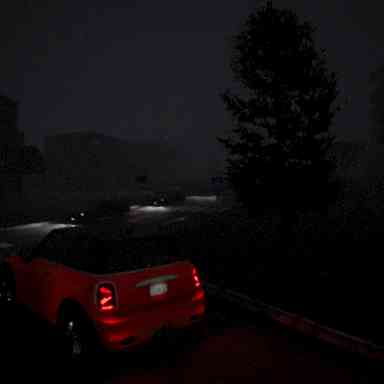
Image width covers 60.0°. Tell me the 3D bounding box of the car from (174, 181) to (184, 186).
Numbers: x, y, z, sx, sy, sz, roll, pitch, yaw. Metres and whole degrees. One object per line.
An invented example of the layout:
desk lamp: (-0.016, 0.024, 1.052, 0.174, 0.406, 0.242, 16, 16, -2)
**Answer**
car: (-3.787, -0.305, 42.524, 4.553, 1.767, 2.185, -2, 4, 4)

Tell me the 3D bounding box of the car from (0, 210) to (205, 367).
car: (-1.931, 1.395, 6.222, 2.097, 1.767, 4.553, 0, -1, -44)

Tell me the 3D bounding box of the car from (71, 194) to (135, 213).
car: (-6.543, 1.210, 23.691, 2.033, 1.411, 5.357, 0, 3, 24)

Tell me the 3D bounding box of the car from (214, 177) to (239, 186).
car: (6.944, -2.169, 66.647, 4.892, 1.521, 2.231, -2, 4, 4)

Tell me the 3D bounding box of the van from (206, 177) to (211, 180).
van: (0.829, -1.286, 53.282, 4.442, 1.987, 1.878, -2, 4, 4)

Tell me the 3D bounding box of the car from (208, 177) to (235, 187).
car: (5.732, -1.949, 63.983, 5.008, 1.535, 2.097, -2, 3, 4)

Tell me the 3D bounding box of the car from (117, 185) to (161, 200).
car: (-6.187, 0.305, 37.159, 4.674, 1.452, 2.002, -2, 3, 4)

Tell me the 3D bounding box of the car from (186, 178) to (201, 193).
car: (-1.404, -0.748, 47.904, 4.553, 1.767, 2.185, -2, 4, 4)

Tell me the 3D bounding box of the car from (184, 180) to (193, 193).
car: (-2.649, -0.369, 45.230, 4.792, 1.488, 2.163, -2, 4, 4)

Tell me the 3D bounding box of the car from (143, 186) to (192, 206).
car: (-2.321, 0.487, 33.209, 2.033, 1.411, 5.357, 0, 4, 24)

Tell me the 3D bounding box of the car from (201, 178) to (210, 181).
car: (-0.242, -0.844, 50.610, 5.008, 1.535, 2.097, -2, 3, 4)

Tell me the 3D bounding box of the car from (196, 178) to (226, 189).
car: (3.336, -1.507, 58.640, 5.008, 1.535, 2.097, -2, 3, 4)

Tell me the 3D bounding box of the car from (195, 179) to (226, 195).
car: (2.773, -0.478, 43.893, 1.882, 1.535, 5.008, 0, 4, 28)

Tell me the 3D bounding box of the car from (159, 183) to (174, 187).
car: (-4.970, 0.072, 39.850, 4.792, 1.488, 2.163, -2, 3, 4)
